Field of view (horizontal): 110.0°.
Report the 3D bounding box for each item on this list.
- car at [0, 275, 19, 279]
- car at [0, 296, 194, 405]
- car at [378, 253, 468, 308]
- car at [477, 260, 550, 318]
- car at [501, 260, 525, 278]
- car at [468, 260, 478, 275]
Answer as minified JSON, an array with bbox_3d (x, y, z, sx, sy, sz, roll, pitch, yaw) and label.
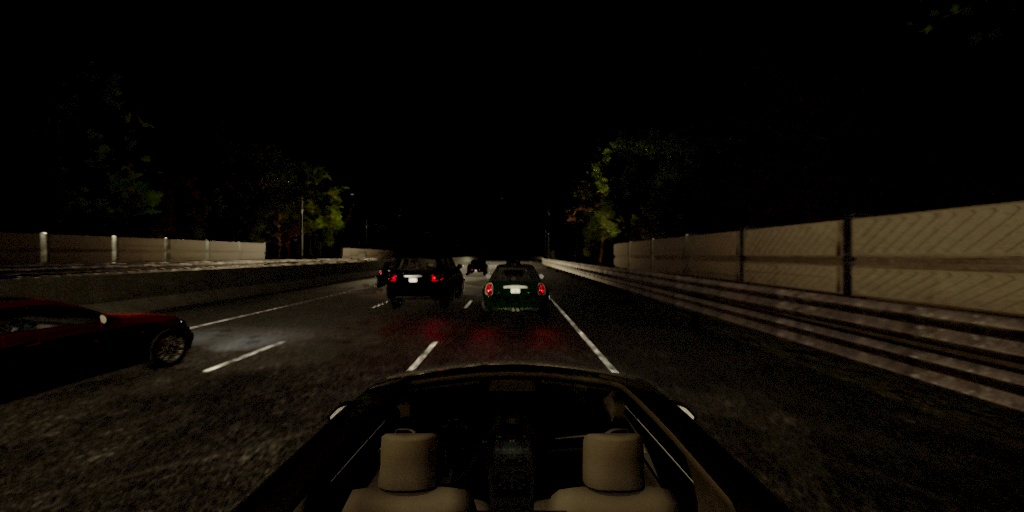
[{"bbox_3d":[-17.592,1.187,10.646,1.882,1.535,5.008,0,0,0],"label":"car"},{"bbox_3d":[-6.899,1.261,4.763,1.812,1.442,4.674,0,0,0],"label":"car"},{"bbox_3d":[-3.396,0.913,14.968,2.150,2.045,5.566,0,0,0],"label":"car"},{"bbox_3d":[0.102,1.052,12.776,2.097,1.767,4.553,0,0,0],"label":"car"},{"bbox_3d":[0.096,1.163,33.307,2.033,1.411,5.357,0,0,0],"label":"car"},{"bbox_3d":[-3.402,1.110,36.097,1.837,1.490,4.892,0,0,0],"label":"car"}]
